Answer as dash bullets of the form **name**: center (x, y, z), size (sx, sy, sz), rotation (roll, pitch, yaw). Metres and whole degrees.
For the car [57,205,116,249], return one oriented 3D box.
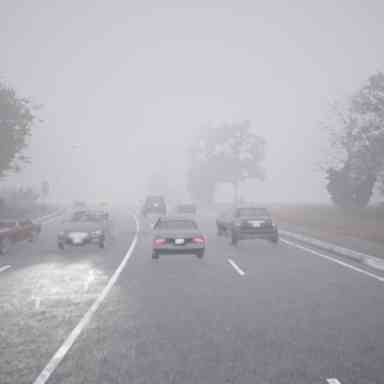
- **car**: center (-4.588, 1.565, 14.979), size (2.128, 1.511, 4.902), rotation (0, 0, -6)

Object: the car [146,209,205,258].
- **car**: center (-0.630, 1.607, 13.042), size (2.033, 1.411, 5.357), rotation (0, 0, -5)

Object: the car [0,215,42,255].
- **car**: center (-7.937, 1.675, 13.781), size (1.895, 1.301, 4.718), rotation (0, 0, -6)

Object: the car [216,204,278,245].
- **car**: center (2.497, 1.419, 16.195), size (2.097, 1.767, 4.553), rotation (0, 0, -6)

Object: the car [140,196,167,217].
- **car**: center (-3.877, 1.373, 32.896), size (2.150, 2.045, 5.566), rotation (0, 0, -13)

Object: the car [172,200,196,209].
- **car**: center (-0.927, 1.638, 35.494), size (1.882, 1.535, 5.008), rotation (0, 0, -14)

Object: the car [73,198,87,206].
- **car**: center (-18.354, 1.729, 54.429), size (1.882, 1.535, 5.008), rotation (0, 0, -22)

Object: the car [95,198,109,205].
- **car**: center (-15.077, 1.736, 55.669), size (1.882, 1.535, 5.008), rotation (0, 0, -22)
